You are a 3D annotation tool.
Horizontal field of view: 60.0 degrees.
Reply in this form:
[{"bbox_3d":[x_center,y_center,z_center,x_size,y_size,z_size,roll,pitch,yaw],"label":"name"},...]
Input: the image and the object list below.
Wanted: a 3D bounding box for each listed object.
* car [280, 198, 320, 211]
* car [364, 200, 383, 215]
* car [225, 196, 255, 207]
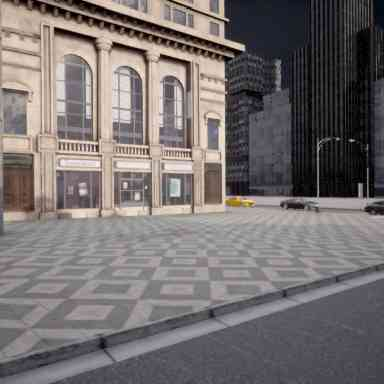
[{"bbox_3d":[12.460,1.416,38.513,2.128,1.511,4.902,-1,0,-34],"label":"car"},{"bbox_3d":[18.133,1.478,30.169,1.812,1.442,4.674,-1,0,-34],"label":"car"},{"bbox_3d":[6.680,1.373,47.063,1.882,1.535,5.008,-1,0,-34],"label":"car"}]
